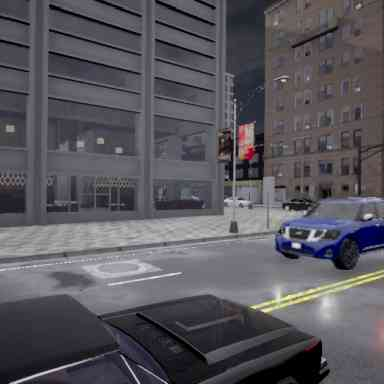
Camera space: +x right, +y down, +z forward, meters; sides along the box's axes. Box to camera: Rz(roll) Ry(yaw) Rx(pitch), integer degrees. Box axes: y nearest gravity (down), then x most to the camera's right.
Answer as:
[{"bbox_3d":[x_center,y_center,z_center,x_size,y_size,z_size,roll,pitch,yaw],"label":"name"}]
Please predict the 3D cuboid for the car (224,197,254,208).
[{"bbox_3d":[6.037,1.382,43.907,1.812,1.442,4.674,1,0,-35],"label":"car"}]

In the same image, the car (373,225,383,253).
[{"bbox_3d":[6.461,1.527,7.896,4.674,1.442,1.812,0,0,-35],"label":"car"}]

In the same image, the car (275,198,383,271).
[{"bbox_3d":[5.300,1.224,11.345,5.566,2.045,2.150,0,0,-36],"label":"car"}]

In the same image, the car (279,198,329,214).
[{"bbox_3d":[11.901,1.403,35.582,1.837,1.490,4.892,1,0,-35],"label":"car"}]

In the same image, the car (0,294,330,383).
[{"bbox_3d":[-0.987,1.601,2.679,4.718,1.301,1.895,0,0,-35],"label":"car"}]
